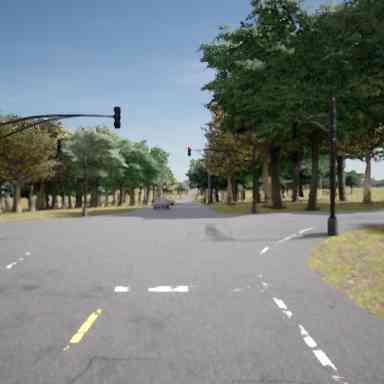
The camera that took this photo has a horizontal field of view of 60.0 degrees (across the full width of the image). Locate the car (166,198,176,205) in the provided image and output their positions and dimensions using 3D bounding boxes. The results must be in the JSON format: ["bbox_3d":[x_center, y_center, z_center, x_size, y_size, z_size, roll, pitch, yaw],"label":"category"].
[{"bbox_3d":[-4.800,2.213,76.718,2.033,1.411,5.357,0,-1,-1],"label":"car"}]

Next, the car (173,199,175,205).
[{"bbox_3d":[-4.507,2.013,63.527,1.895,1.301,4.718,0,-1,-1],"label":"car"}]

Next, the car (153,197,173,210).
[{"bbox_3d":[-4.193,1.538,46.120,2.097,1.767,4.553,0,-1,-1],"label":"car"}]
